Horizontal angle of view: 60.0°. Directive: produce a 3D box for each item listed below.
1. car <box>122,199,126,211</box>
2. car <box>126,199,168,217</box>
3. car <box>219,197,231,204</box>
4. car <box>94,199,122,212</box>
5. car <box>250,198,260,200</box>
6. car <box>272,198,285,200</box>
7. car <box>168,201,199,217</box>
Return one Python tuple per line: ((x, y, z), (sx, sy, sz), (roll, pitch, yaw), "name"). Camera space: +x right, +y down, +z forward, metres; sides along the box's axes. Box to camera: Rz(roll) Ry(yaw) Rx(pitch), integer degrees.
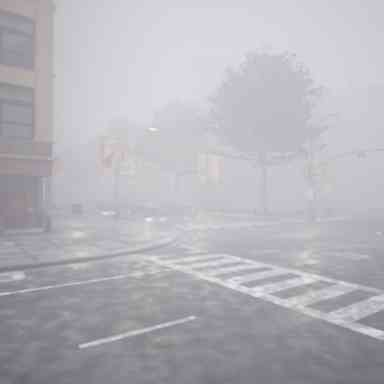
((-8.792, 1.688, 45.072), (2.128, 1.511, 4.902), (1, -1, -35), "car")
((-4.572, 1.685, 33.155), (1.812, 1.442, 4.674), (1, 0, -35), "car")
((6.930, 1.928, 76.061), (2.161, 1.482, 4.786), (1, 0, -36), "car")
((-10.906, 1.723, 42.002), (1.994, 1.385, 4.181), (1, 0, -35), "car")
((16.575, 2.098, 82.518), (1.895, 1.301, 4.718), (1, 0, -36), "car")
((17.413, 1.878, 68.587), (2.002, 1.452, 4.674), (1, 0, -36), "car")
((-1.260, 1.688, 34.552), (2.128, 1.511, 4.902), (1, 0, -36), "car")
